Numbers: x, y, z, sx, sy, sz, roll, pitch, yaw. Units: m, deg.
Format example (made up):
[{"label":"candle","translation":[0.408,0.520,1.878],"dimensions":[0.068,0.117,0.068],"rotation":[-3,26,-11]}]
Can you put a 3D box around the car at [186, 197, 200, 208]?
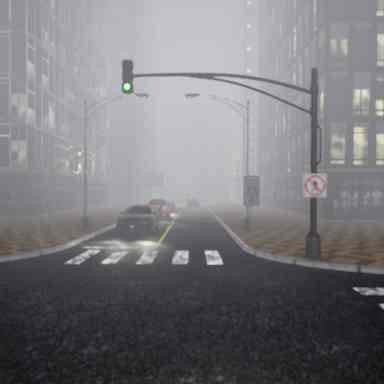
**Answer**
[{"label":"car","translation":[0.134,1.646,49.098],"dimensions":[2.033,1.411,5.357],"rotation":[0,0,0]}]

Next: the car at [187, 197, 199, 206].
[{"label":"car","translation":[0.162,1.621,59.516],"dimensions":[2.128,1.511,4.902],"rotation":[0,0,0]}]

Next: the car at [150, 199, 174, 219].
[{"label":"car","translation":[-3.014,1.390,29.201],"dimensions":[2.097,1.767,4.553],"rotation":[0,0,0]}]

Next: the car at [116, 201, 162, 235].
[{"label":"car","translation":[-3.042,1.492,19.307],"dimensions":[1.882,1.535,5.008],"rotation":[0,0,0]}]
